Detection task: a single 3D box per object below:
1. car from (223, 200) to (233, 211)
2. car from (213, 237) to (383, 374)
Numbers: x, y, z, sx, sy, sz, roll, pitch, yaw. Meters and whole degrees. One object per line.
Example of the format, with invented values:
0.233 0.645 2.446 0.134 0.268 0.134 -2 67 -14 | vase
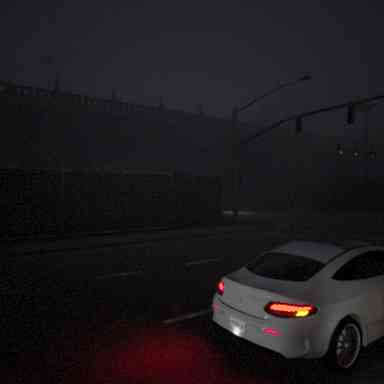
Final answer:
2.711 1.293 38.876 2.097 1.767 4.553 0 0 -36 | car
2.463 1.502 5.550 4.674 1.442 1.812 0 0 -35 | car
